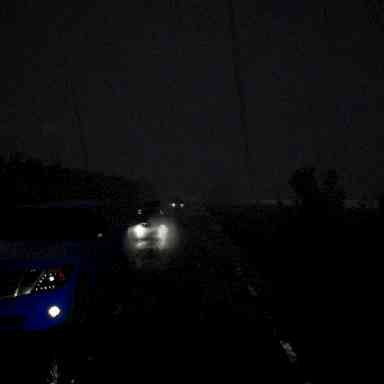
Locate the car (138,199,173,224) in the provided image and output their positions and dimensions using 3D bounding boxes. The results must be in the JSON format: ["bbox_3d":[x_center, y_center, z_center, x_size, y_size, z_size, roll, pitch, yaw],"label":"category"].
[{"bbox_3d":[-2.852,1.358,24.980,2.097,1.767,4.553,0,0,0],"label":"car"}]

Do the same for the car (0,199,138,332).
[{"bbox_3d":[-2.807,1.217,7.193,2.150,2.045,5.566,0,0,1],"label":"car"}]

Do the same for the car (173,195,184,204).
[{"bbox_3d":[-2.770,1.457,66.219,2.097,1.767,4.553,0,0,0],"label":"car"}]

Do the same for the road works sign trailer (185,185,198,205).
[{"bbox_3d":[-0.009,0.533,61.255,2.380,3.560,2.880,0,0,0],"label":"road works sign trailer"}]
